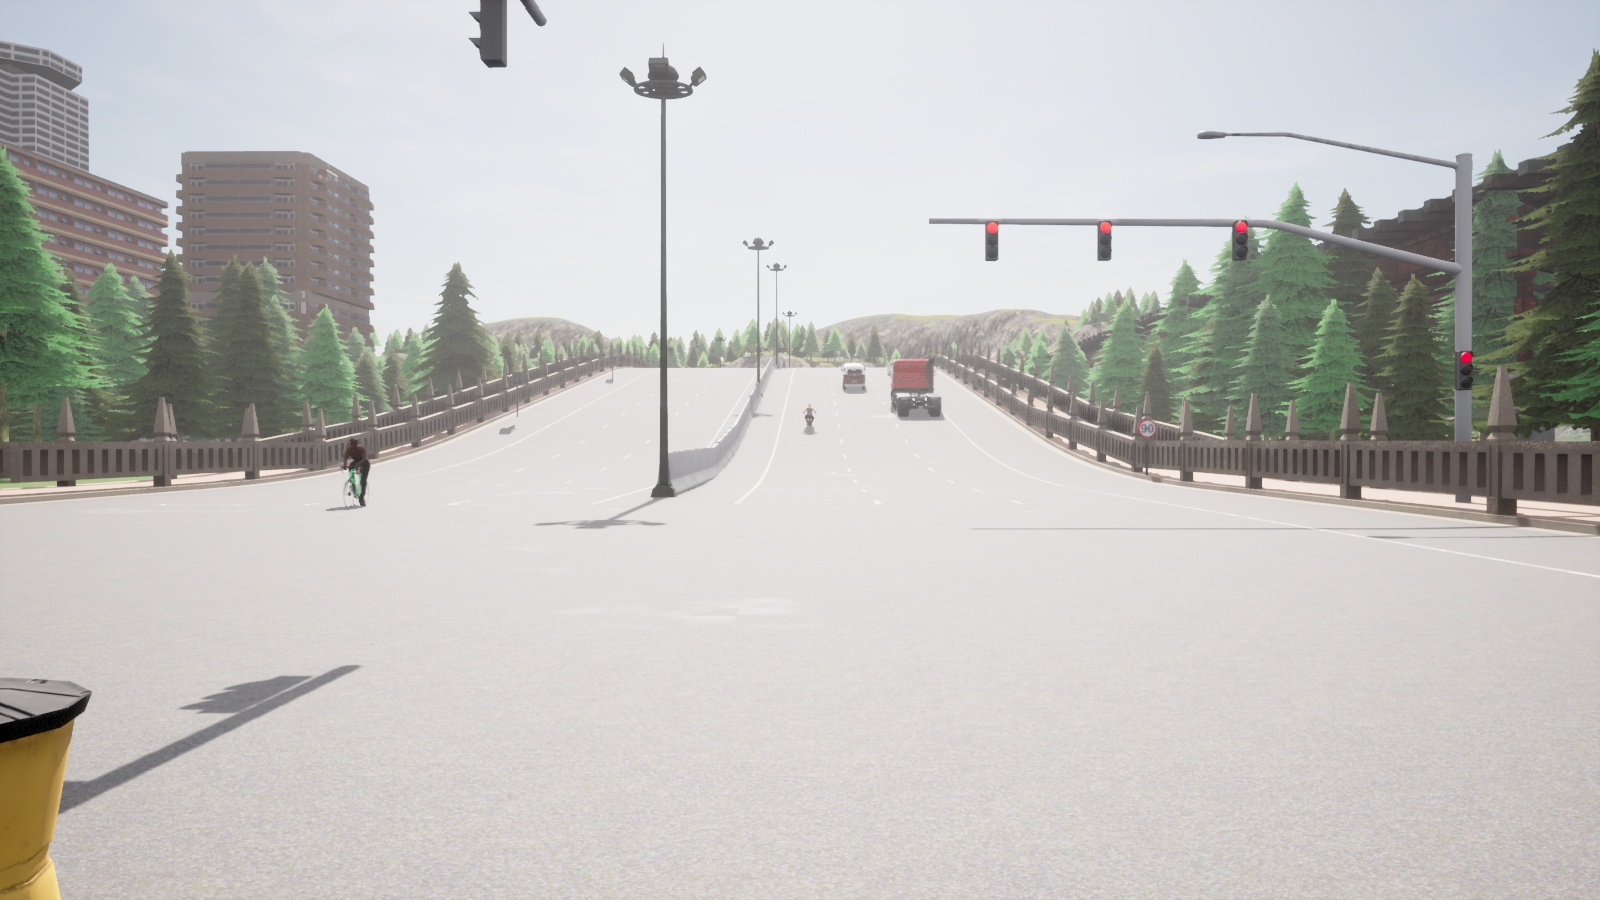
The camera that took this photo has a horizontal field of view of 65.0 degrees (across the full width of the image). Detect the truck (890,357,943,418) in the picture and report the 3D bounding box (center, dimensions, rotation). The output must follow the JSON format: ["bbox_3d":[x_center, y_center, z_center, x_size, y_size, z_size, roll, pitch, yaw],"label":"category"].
[{"bbox_3d":[7.681,-4.262,83.655,2.891,3.462,7.936,0,8,1],"label":"truck"}]

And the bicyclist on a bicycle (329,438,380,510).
[{"bbox_3d":[-10.317,0.527,29.117,0.582,1.620,1.656,0,1,0],"label":"bicyclist on a bicycle"}]
